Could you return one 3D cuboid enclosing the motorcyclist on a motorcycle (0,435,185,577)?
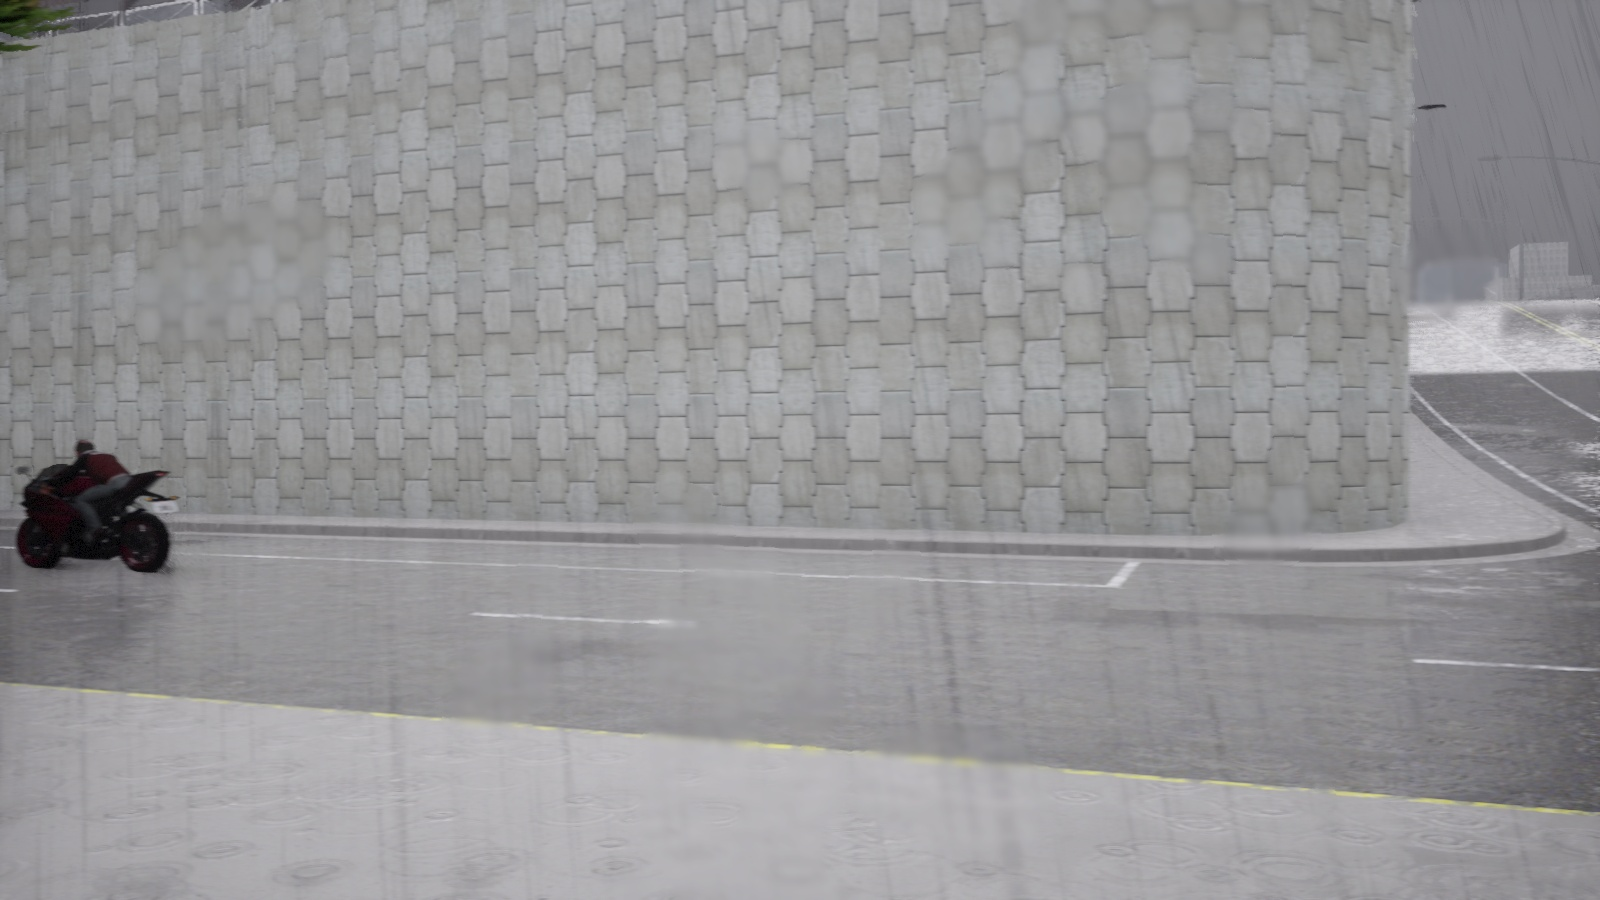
[{"bbox_3d":[-8.263,0.600,14.414,2.191,1.530,0.866,1,1,19],"label":"motorcyclist on a motorcycle"}]
